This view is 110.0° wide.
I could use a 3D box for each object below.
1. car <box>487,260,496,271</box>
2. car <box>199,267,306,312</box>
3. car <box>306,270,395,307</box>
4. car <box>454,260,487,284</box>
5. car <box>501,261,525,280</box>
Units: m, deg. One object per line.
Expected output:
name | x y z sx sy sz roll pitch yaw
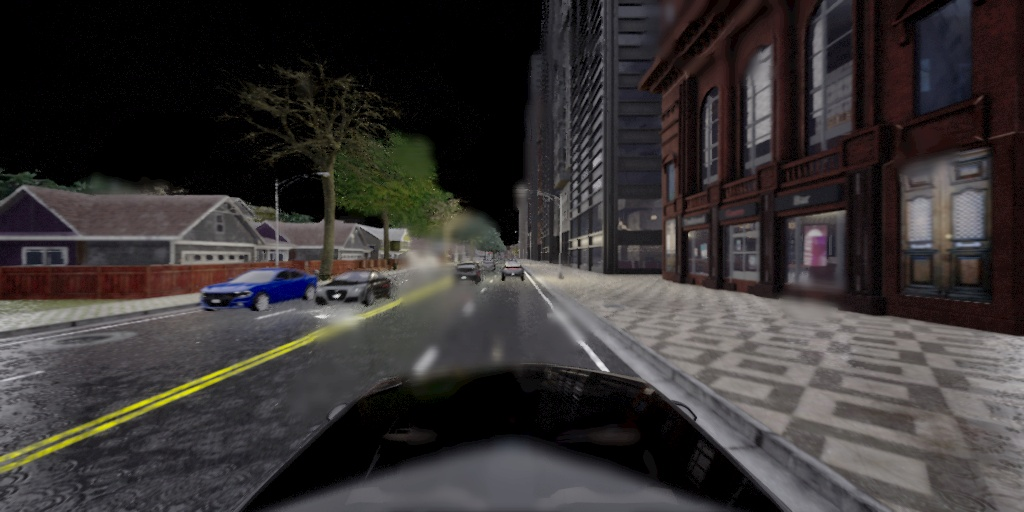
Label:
car | -3.176 1.257 49.701 2.128 1.511 4.902 0 0 0
car | -9.833 1.227 14.418 1.882 1.535 5.008 0 0 0
car | -6.582 1.313 15.454 1.994 1.385 4.181 0 0 0
car | -3.163 1.256 26.721 1.837 1.490 4.892 0 0 0
car | 0.085 1.243 31.186 2.128 1.511 4.902 0 0 0
